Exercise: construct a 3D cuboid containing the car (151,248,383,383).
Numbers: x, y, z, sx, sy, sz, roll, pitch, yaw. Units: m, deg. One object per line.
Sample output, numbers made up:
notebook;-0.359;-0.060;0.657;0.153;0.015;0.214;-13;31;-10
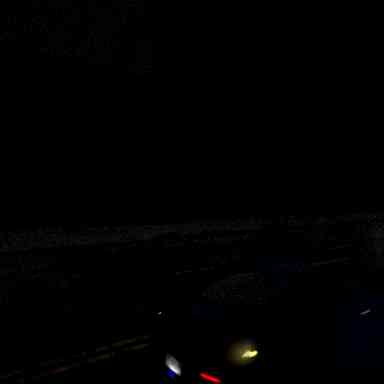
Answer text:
car;1.689;1.545;4.647;4.674;1.442;1.812;0;0;-36
